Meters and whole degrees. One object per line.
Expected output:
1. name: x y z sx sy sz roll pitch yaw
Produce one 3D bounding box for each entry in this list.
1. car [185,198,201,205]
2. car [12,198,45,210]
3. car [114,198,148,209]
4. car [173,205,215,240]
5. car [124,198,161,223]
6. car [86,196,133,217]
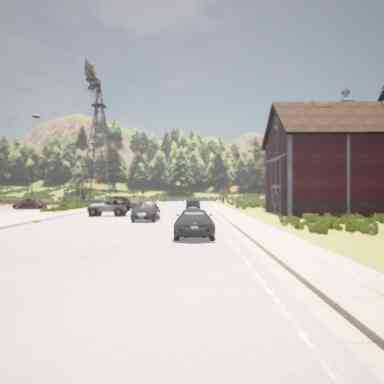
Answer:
1. car: 0.126 1.494 43.657 1.837 1.490 4.892 0 0 0
2. car: -20.914 1.505 42.938 3.905 1.438 1.784 0 0 1
3. car: -8.041 1.493 44.049 4.193 1.474 1.816 0 0 1
4. car: 0.110 1.560 16.919 1.994 1.385 4.181 0 0 0
5. car: -3.518 1.485 25.742 2.128 1.511 4.902 0 0 1
6. car: -7.559 1.304 30.564 3.866 1.878 1.905 0 0 1
